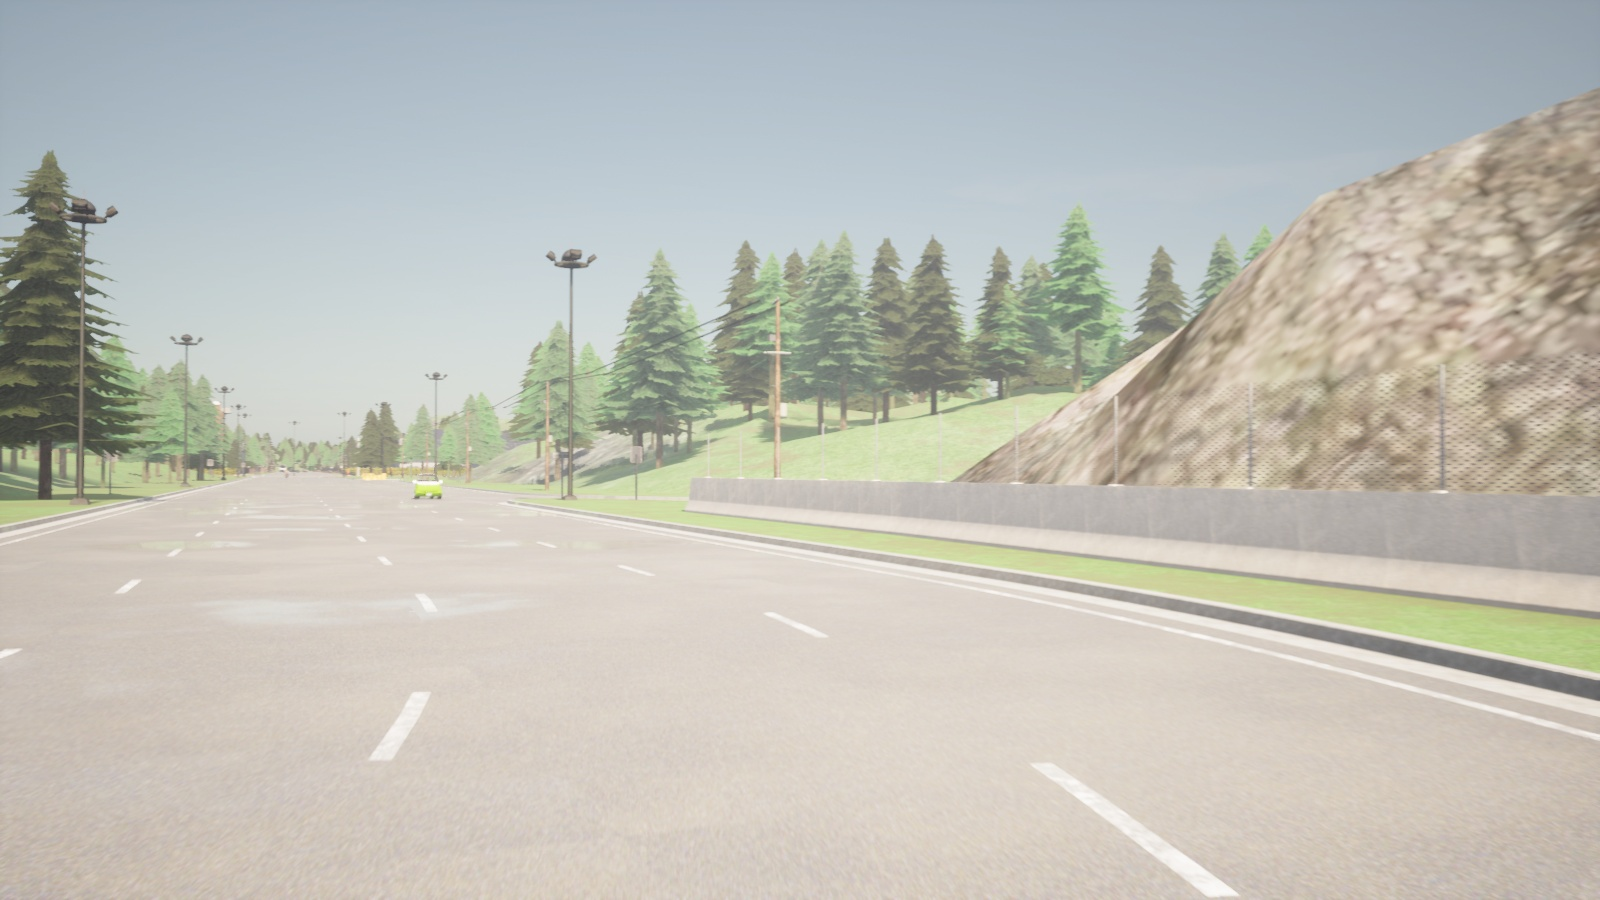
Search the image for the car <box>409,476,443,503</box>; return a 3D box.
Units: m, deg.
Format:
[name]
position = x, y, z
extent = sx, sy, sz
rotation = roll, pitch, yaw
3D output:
[car]
position = -19.726, 2.073, 66.207
extent = 1.481, 1.376, 2.207
rotation = 0, -1, -22
